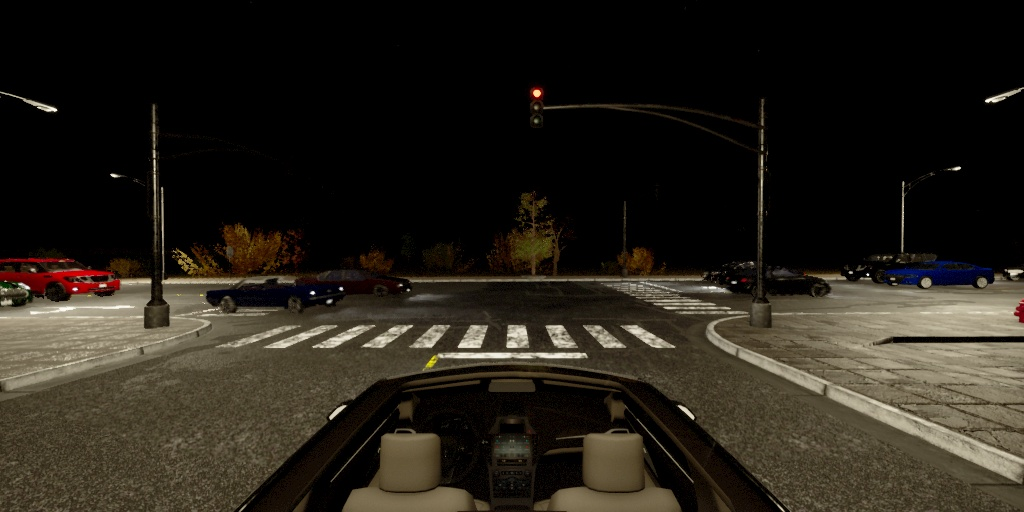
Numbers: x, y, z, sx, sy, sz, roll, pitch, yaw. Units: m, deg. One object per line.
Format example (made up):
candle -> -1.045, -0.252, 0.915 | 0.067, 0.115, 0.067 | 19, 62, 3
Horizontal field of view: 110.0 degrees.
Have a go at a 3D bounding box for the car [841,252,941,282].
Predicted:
car -> 25.405, 0.737, 23.932 | 5.566, 2.045, 2.150 | 0, 1, 1

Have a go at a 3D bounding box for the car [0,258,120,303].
car -> -22.869, 1.131, 17.627 | 5.566, 2.045, 2.150 | -1, 1, 0

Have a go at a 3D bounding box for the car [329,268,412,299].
car -> -7.736, 1.306, 17.517 | 5.357, 1.411, 2.033 | -1, 0, 0

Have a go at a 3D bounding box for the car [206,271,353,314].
car -> -8.816, 1.414, 13.567 | 4.718, 1.301, 1.895 | -2, 0, 13

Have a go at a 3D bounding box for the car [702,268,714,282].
car -> 15.379, 1.068, 24.017 | 4.902, 1.511, 2.128 | 0, 1, 0

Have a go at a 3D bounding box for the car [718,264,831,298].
car -> 12.741, 1.242, 17.340 | 4.181, 1.385, 1.994 | 0, 1, 0

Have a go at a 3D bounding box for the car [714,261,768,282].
car -> 14.497, 1.187, 20.775 | 4.181, 1.385, 1.994 | 0, 1, 0

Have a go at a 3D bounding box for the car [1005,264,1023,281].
car -> 35.886, 0.946, 23.838 | 4.902, 1.511, 2.128 | 0, 1, 1

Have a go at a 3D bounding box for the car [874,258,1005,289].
car -> 24.483, 1.040, 20.693 | 5.008, 1.535, 1.882 | 0, 1, 0

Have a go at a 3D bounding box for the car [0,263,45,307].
car -> -22.476, 1.298, 14.372 | 4.553, 1.767, 2.097 | 0, 1, 0
